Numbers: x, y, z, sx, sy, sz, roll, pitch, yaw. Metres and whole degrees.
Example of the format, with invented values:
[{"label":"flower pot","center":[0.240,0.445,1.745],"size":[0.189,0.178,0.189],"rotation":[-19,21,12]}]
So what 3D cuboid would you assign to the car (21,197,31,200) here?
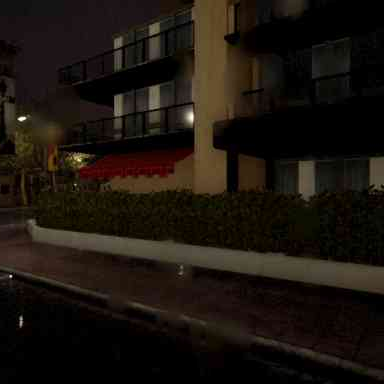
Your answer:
[{"label":"car","center":[-35.601,1.473,67.658],"size":[4.892,1.521,2.231],"rotation":[0,0,36]}]
